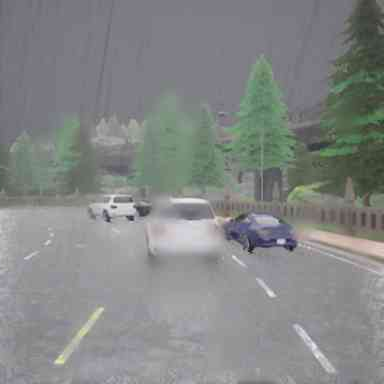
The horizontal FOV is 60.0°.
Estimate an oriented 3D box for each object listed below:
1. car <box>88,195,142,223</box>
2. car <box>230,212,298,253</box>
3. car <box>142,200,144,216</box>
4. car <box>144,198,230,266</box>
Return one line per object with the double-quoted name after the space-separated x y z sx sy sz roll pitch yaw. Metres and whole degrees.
-6.382 1.227 26.268 2.150 2.045 5.566 0 0 -36 "car"
2.643 1.528 13.732 1.812 1.442 4.674 0 0 -11 "car"
-4.781 1.482 29.793 1.882 1.535 5.008 0 0 -39 "car"
-0.502 1.225 11.859 2.150 2.045 5.566 0 0 -9 "car"
